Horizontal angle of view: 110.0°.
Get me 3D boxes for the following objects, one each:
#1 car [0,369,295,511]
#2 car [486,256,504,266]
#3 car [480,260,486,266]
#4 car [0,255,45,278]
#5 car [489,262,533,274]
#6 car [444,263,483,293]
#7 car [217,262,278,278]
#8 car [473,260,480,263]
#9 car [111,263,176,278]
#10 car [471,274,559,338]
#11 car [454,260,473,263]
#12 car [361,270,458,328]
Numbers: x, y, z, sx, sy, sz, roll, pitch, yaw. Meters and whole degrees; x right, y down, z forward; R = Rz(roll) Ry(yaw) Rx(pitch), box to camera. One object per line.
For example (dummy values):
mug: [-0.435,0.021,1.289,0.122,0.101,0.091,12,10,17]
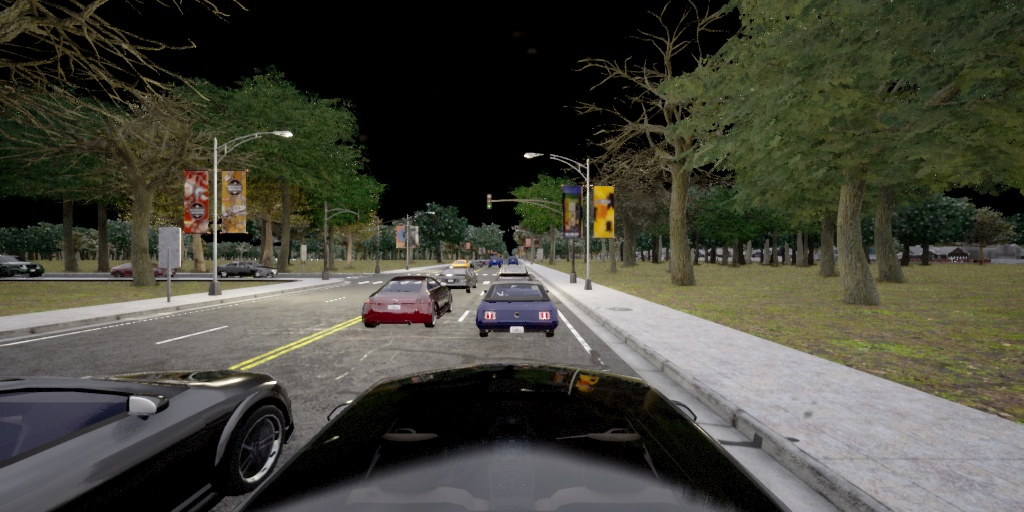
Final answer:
car: [-3.152,1.314,1.859,1.994,1.385,4.181,0,0,0]
car: [-2.974,1.018,64.650,2.150,2.045,5.566,0,0,0]
car: [-6.381,1.360,64.926,1.994,1.385,4.181,0,0,0]
car: [-45.022,0.941,31.639,5.566,2.045,2.150,0,0,0]
car: [0.127,1.248,19.441,2.128,1.511,4.902,0,0,1]
car: [-3.099,1.304,20.664,2.033,1.411,5.357,0,0,0]
car: [-23.303,1.229,31.548,4.902,1.511,2.128,0,0,0]
car: [-6.439,1.383,54.869,1.895,1.301,4.718,0,0,0]
car: [-32.440,1.252,31.578,4.674,1.442,1.812,0,0,0]
car: [0.122,1.353,10.188,1.895,1.301,4.718,0,0,0]
car: [-6.477,1.251,45.462,1.882,1.535,5.008,0,0,0]
car: [-3.117,1.317,11.423,1.994,1.385,4.181,0,0,-1]
